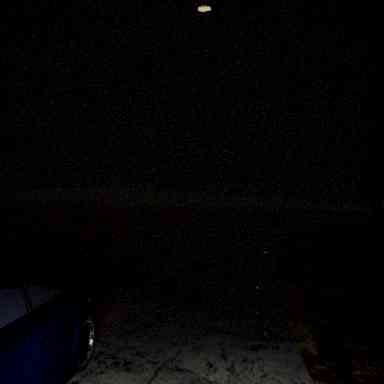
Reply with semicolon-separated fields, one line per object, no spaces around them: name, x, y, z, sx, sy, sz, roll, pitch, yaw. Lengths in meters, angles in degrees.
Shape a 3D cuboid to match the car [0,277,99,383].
car;-2.419;1.552;2.917;1.994;1.385;4.181;0;0;6
